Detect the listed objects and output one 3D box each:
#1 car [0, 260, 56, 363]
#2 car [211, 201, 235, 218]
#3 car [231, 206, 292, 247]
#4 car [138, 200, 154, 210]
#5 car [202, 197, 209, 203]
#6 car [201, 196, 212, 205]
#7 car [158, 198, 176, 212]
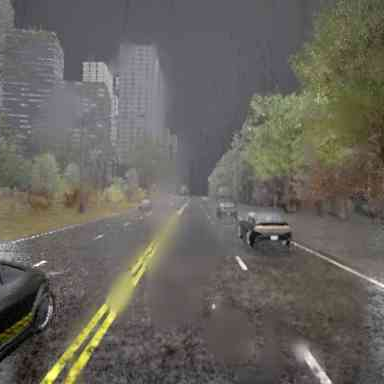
[{"bbox_3d":[-3.327,1.570,4.038,1.994,1.385,4.181,1,0,0],"label":"car"},{"bbox_3d":[3.441,1.796,33.506,2.128,1.511,4.902,2,1,0],"label":"car"},{"bbox_3d":[3.395,1.682,16.144,2.128,1.511,4.902,0,0,0],"label":"car"},{"bbox_3d":[-6.474,1.812,47.727,1.812,1.442,4.674,1,-1,0],"label":"car"},{"bbox_3d":[3.822,2.149,94.845,1.801,1.575,5.366,2,0,1],"label":"car"},{"bbox_3d":[3.528,2.071,72.644,2.128,1.511,4.902,0,0,1],"label":"car"},{"bbox_3d":[-3.230,1.659,44.202,2.097,1.767,4.553,1,0,0],"label":"car"}]
